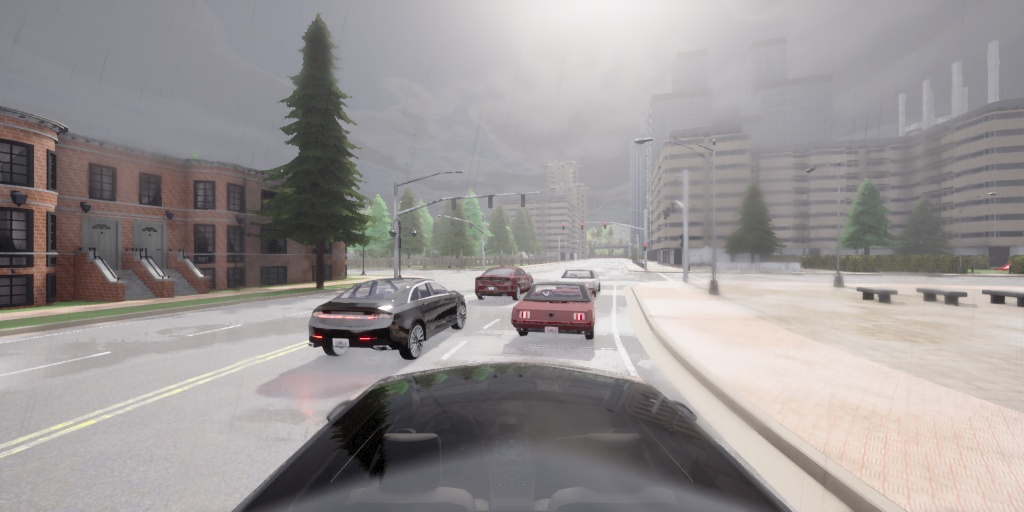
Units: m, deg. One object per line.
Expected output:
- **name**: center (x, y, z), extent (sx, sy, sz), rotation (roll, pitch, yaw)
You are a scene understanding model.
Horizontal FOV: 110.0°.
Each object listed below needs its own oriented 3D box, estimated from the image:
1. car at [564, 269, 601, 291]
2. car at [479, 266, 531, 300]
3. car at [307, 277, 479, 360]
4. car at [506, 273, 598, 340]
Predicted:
- **car**: center (3.634, 1.351, 18.986), extent (1.895, 1.301, 4.718), rotation (0, 0, 17)
- **car**: center (-0.237, 1.228, 17.645), extent (1.882, 1.535, 5.008), rotation (0, 0, 15)
- **car**: center (-2.491, 1.242, 8.428), extent (2.128, 1.511, 4.902), rotation (0, 0, 9)
- **car**: center (1.381, 1.351, 10.098), extent (1.895, 1.301, 4.718), rotation (0, 0, 13)
